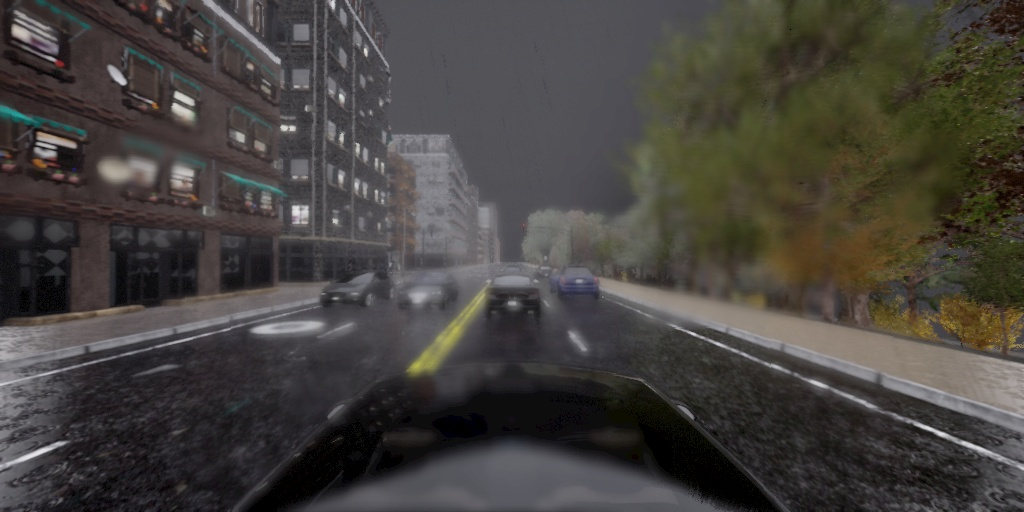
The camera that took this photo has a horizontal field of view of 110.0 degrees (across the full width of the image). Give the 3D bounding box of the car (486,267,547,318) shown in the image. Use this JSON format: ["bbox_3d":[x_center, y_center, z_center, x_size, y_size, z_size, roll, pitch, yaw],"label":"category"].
[{"bbox_3d":[0.085,1.383,13.767,1.882,1.535,5.008,0,0,0],"label":"car"}]

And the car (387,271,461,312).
[{"bbox_3d":[-3.343,1.419,15.362,2.128,1.511,4.902,0,-1,0],"label":"car"}]

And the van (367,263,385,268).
[{"bbox_3d":[-22.680,2.102,58.269,3.998,1.789,1.690,0,0,-1],"label":"van"}]

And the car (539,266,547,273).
[{"bbox_3d":[3.366,1.718,35.417,1.812,1.442,4.674,0,-1,0],"label":"car"}]

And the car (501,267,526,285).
[{"bbox_3d":[0.112,1.696,32.143,2.033,1.411,5.357,0,-1,0],"label":"car"}]

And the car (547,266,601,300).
[{"bbox_3d":[3.353,1.333,19.522,2.097,1.767,4.553,0,-1,0],"label":"car"}]

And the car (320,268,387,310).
[{"bbox_3d":[-6.591,1.441,15.970,1.837,1.490,4.892,0,-1,0],"label":"car"}]
